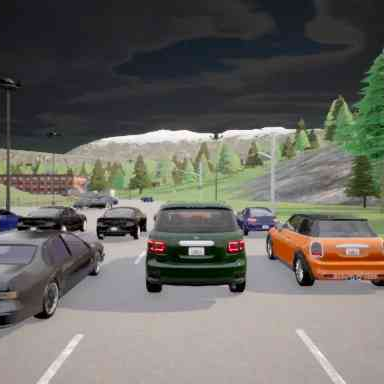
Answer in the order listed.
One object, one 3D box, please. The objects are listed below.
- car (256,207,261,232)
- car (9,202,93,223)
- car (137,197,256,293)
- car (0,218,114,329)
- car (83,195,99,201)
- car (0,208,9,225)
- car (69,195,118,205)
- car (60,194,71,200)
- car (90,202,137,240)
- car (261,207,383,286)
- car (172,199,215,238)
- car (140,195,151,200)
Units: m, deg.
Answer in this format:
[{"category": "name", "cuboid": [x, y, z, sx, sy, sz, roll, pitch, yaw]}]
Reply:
[{"category": "car", "cuboid": [3.528, 1.526, 18.399, 1.812, 1.442, 4.674, 0, 0, -1]}, {"category": "car", "cuboid": [-6.958, 1.478, 17.123, 1.882, 1.535, 5.008, 0, 0, 1]}, {"category": "car", "cuboid": [0.082, 1.221, 9.012, 2.150, 2.045, 5.566, 0, 0, 0]}, {"category": "car", "cuboid": [-3.413, 1.547, 7.287, 2.033, 1.411, 5.357, 0, 0, -1]}, {"category": "car", "cuboid": [-26.246, 1.500, 86.272, 1.837, 1.490, 4.892, 0, 0, -44]}, {"category": "car", "cuboid": [-10.453, 1.526, 17.326, 1.812, 1.442, 4.674, 0, 0, -1]}, {"category": "car", "cuboid": [-12.230, 1.491, 41.412, 4.902, 1.511, 2.128, 0, 0, -36]}, {"category": "car", "cuboid": [-31.286, 1.477, 86.262, 5.008, 1.535, 1.882, 0, 0, 39]}, {"category": "car", "cuboid": [-3.452, 1.478, 17.113, 1.882, 1.535, 5.008, 0, 0, 0]}, {"category": "car", "cuboid": [3.581, 1.352, 9.543, 2.097, 1.767, 4.553, 0, 0, 0]}, {"category": "car", "cuboid": [0.022, 1.352, 18.575, 2.097, 1.767, 4.553, 0, 0, -1]}, {"category": "car", "cuboid": [-10.017, 1.477, 72.695, 1.882, 1.535, 5.008, 0, 0, -23]}]
